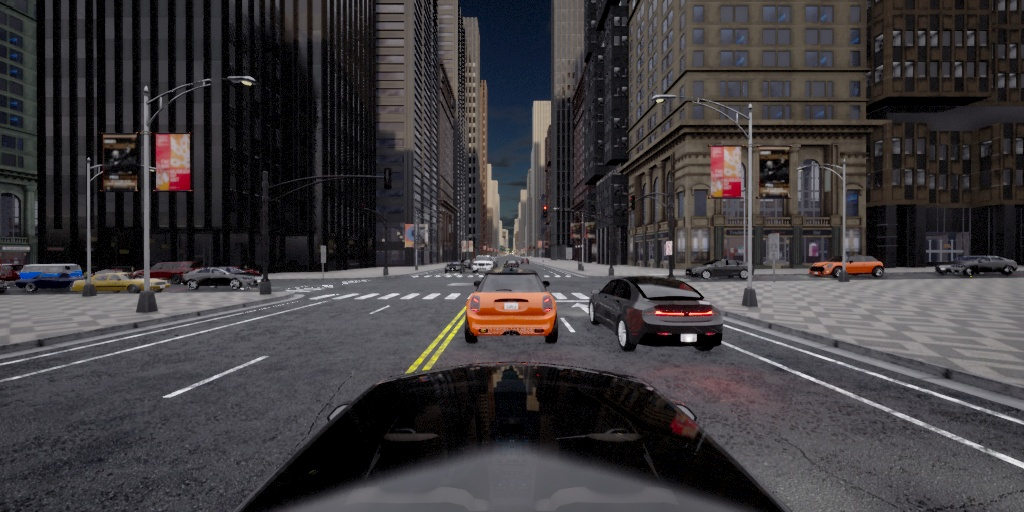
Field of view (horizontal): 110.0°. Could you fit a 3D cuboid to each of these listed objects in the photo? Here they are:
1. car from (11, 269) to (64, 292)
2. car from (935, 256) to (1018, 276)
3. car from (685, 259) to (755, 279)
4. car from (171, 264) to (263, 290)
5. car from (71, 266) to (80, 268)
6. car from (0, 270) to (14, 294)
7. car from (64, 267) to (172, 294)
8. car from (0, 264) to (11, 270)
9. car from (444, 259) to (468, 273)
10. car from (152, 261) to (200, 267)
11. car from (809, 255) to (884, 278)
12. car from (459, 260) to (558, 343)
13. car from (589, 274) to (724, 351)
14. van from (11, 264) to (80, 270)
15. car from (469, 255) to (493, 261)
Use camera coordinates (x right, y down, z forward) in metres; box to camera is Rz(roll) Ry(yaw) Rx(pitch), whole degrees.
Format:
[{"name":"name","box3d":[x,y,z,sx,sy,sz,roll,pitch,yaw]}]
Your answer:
[{"name":"car","box3d":[-30.630,1.746,24.699,4.718,1.301,1.895,-1,0,0]},{"name":"car","box3d":[36.085,0.723,27.949,4.902,1.511,2.128,-1,0,0]},{"name":"car","box3d":[16.121,1.003,27.941,4.892,1.490,1.837,-1,0,0]},{"name":"car","box3d":[-19.841,1.490,24.677,4.902,1.511,2.128,-1,0,1]},{"name":"car","box3d":[-34.220,1.751,30.574,4.207,1.307,1.802,0,0,0]},{"name":"car","box3d":[-33.825,1.751,22.035,4.403,1.370,2.007,0,0,0]},{"name":"car","box3d":[-23.884,1.592,22.038,4.829,1.417,1.751,0,0,0]},{"name":"car","box3d":[-44.394,1.621,30.583,5.009,1.841,2.192,0,0,0]},{"name":"car","box3d":[-6.703,1.295,42.409,1.994,1.385,4.181,0,0,0]},{"name":"car","box3d":[-29.133,1.414,30.570,5.009,1.841,2.192,0,0,0]},{"name":"car","box3d":[25.949,0.719,27.946,4.553,1.767,2.097,-1,0,0]},{"name":"car","box3d":[-0.008,1.101,9.858,2.097,1.767,4.553,0,0,0]},{"name":"car","box3d":[3.234,1.254,8.998,1.837,1.490,4.892,0,0,0]},{"name":"van","box3d":[-39.307,1.578,30.578,3.998,1.789,1.690,0,0,0]},{"name":"car","box3d":[-3.456,0.951,43.252,2.150,2.045,5.566,0,0,0]}]
